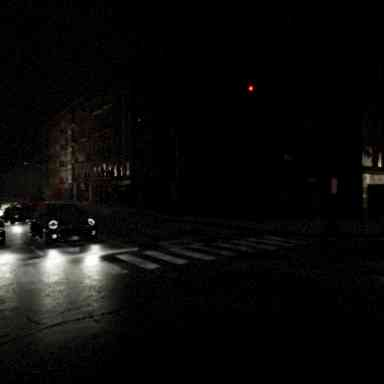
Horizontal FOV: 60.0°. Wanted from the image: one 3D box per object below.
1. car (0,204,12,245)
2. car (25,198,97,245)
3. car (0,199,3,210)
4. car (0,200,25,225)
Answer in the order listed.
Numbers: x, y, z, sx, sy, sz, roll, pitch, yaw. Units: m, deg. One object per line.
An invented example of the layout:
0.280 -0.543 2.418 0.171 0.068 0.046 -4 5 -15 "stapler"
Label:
-9.561 1.468 14.740 1.882 1.535 5.008 -1 0 -37 "car"
-6.106 1.319 15.523 2.097 1.767 4.553 -1 0 -36 "car"
-25.132 1.581 41.891 1.895 1.301 4.718 -1 0 -35 "car"
-12.478 1.514 24.317 2.033 1.411 5.357 -1 0 -36 "car"
